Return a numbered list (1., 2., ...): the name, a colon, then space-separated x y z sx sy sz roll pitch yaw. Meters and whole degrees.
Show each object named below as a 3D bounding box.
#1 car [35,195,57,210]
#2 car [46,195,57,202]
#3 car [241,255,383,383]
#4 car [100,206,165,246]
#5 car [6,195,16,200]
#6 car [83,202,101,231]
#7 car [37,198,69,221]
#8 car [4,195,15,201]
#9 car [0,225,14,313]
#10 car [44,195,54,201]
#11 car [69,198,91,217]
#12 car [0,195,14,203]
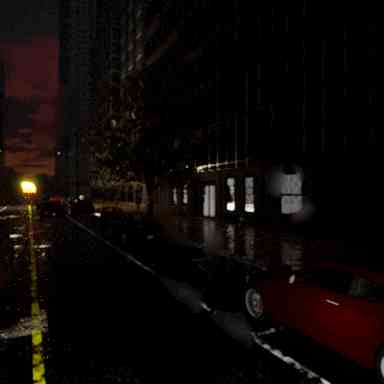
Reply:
1. car: -17.722 1.451 40.038 1.837 1.490 4.892 0 0 -26
2. car: -30.138 1.432 71.326 1.947 1.339 4.313 0 0 -26
3. car: 2.406 1.581 4.864 1.802 1.307 4.206 0 0 -26
4. car: -2.601 1.543 15.089 2.008 1.369 4.403 0 0 -26
5. car: -45.179 1.382 82.984 1.947 1.339 4.313 0 0 -26
6. car: -5.104 1.536 20.202 2.008 1.369 4.403 0 0 -26
7. car: -11.430 1.497 27.194 1.812 1.442 4.674 0 0 -26
8. car: -42.675 1.379 77.872 1.887 1.381 4.507 0 0 -26
9. car: -5.000 1.349 7.036 2.097 1.767 4.553 0 0 -26
10. car: -35.145 1.399 81.550 1.947 1.339 4.313 0 0 -26
11. car: -10.111 1.407 30.427 1.967 1.590 4.097 0 0 -26
12. car: -35.164 1.428 62.534 1.887 1.381 4.507 0 0 -26
